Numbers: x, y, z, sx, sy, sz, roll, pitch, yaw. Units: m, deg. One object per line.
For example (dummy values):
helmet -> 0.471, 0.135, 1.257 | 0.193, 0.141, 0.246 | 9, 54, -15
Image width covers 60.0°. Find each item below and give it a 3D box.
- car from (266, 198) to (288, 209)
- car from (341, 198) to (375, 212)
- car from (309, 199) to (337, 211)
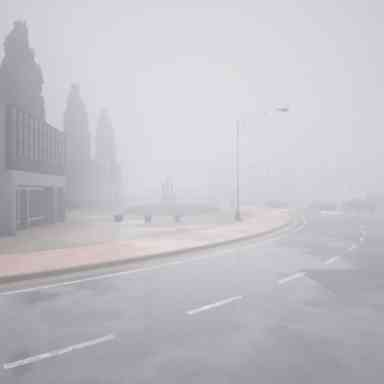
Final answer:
car -> 11.600, 1.546, 45.313 | 1.994, 1.385, 4.181 | 0, 0, -4
car -> 19.291, 1.472, 38.829 | 2.128, 1.511, 4.902 | 0, 0, -3
car -> 15.422, 1.546, 39.320 | 1.994, 1.385, 4.181 | 0, 0, -1
